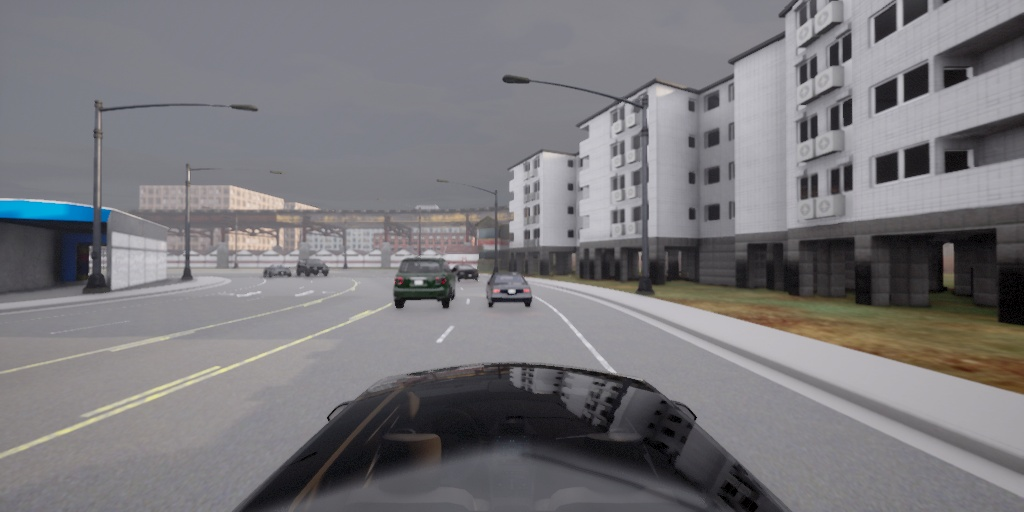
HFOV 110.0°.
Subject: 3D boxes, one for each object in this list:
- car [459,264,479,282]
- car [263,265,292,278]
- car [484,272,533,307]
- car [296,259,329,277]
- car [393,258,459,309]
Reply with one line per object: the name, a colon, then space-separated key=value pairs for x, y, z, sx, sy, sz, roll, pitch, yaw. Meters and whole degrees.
car: x=-4.579 y=1.520 z=32.811 sx=1.882 sy=1.535 sz=5.008 roll=0 pitch=0 yaw=-24
car: x=-25.555 y=1.665 z=39.044 sx=4.181 sy=1.385 sz=1.994 roll=-1 pitch=-1 yaw=44
car: x=-0.247 y=1.434 z=16.327 sx=2.033 sy=1.411 sz=5.357 roll=0 pitch=-1 yaw=-5
car: x=-23.309 y=1.331 z=41.771 sx=5.566 sy=2.045 sz=2.150 roll=-1 pitch=-1 yaw=44
car: x=-3.734 y=1.101 z=16.029 sx=2.150 sy=2.045 sz=5.566 roll=0 pitch=0 yaw=-6
